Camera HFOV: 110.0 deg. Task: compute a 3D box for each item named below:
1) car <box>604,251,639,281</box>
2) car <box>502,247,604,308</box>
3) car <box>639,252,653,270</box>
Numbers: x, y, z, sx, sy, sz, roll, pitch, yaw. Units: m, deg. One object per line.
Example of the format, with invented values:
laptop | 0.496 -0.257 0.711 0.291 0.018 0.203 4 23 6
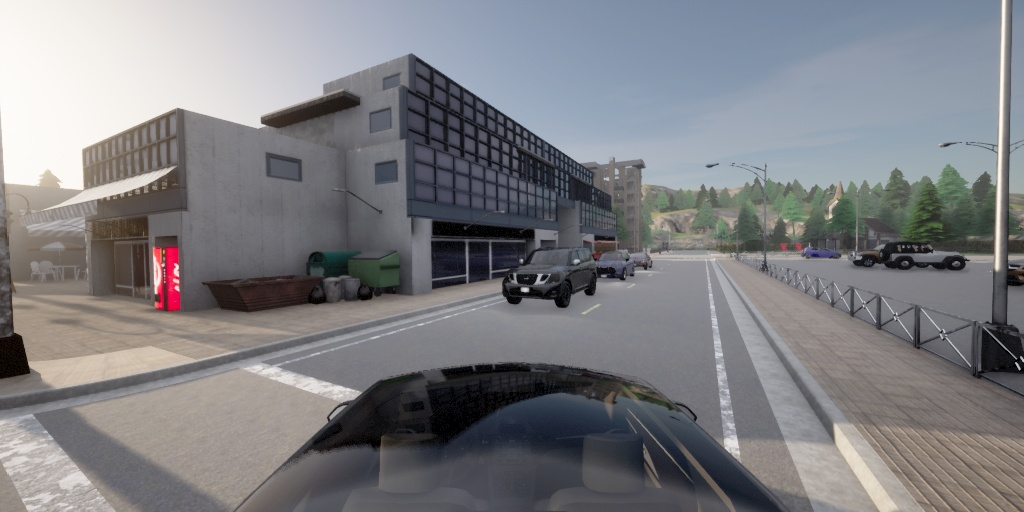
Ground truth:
car | 6.368 0.513 22.685 2.097 1.767 4.553 0 2 28
car | 1.719 0.665 14.018 2.150 2.045 5.566 0 2 28
car | 11.209 0.394 31.700 1.812 1.442 4.674 0 2 28
